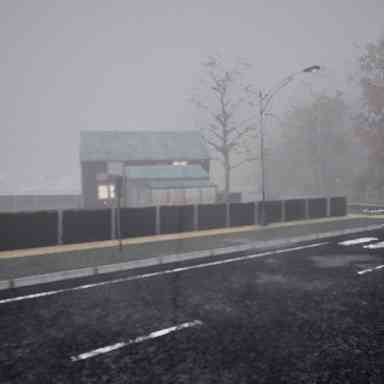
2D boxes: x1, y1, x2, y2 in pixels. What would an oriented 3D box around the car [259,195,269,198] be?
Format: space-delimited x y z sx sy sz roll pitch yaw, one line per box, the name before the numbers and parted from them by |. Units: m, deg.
car | 10.271 0.757 51.976 1.895 1.301 4.718 -2 1 -14
